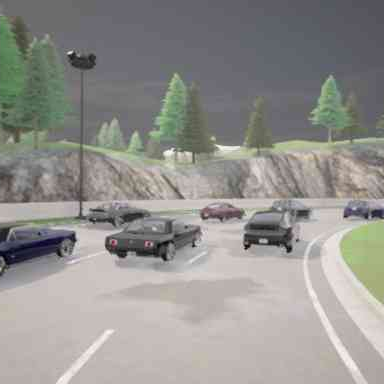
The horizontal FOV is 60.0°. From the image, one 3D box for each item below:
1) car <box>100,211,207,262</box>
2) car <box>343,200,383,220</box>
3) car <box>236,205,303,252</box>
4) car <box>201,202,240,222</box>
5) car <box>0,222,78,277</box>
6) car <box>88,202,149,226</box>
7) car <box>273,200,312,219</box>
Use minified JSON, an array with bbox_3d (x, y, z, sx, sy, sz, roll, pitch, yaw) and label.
[{"bbox_3d":[-1.117,1.580,12.148,1.895,1.301,4.718,1,0,18],"label":"car"},{"bbox_3d":[15.357,1.472,29.472,4.553,1.767,2.097,1,0,-40],"label":"car"},{"bbox_3d":[3.489,1.526,14.189,1.837,1.490,4.892,0,0,23],"label":"car"},{"bbox_3d":[2.407,1.526,26.050,1.812,1.442,4.674,0,0,36],"label":"car"},{"bbox_3d":[-5.409,1.541,9.821,1.895,1.301,4.718,1,0,14],"label":"car"},{"bbox_3d":[-4.629,1.429,21.869,2.128,1.511,4.902,0,0,27],"label":"car"},{"bbox_3d":[8.176,1.406,27.502,2.097,1.767,4.553,1,0,41],"label":"car"}]
